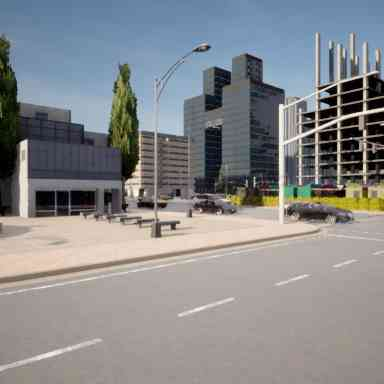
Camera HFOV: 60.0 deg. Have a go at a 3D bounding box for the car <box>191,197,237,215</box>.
[{"bbox_3d":[2.427,1.506,33.603,1.837,1.490,4.892,0,0,-38],"label":"car"}]

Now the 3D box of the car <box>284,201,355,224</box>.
[{"bbox_3d":[9.428,1.492,24.713,2.128,1.511,4.902,0,0,-38],"label":"car"}]

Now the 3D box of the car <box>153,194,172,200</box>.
[{"bbox_3d":[-5.596,1.478,49.475,1.882,1.535,5.008,0,0,-38],"label":"car"}]

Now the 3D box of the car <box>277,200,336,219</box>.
[{"bbox_3d":[10.111,1.526,29.689,1.812,1.442,4.674,0,0,-40],"label":"car"}]

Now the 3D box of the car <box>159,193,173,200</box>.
[{"bbox_3d":[-6.441,1.156,85.095,3.866,1.878,1.905,0,0,-40],"label":"car"}]

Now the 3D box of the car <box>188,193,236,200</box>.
[{"bbox_3d":[2.381,1.220,39.320,2.150,2.045,5.566,0,0,-38],"label":"car"}]

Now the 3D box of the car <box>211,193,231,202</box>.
[{"bbox_3d":[6.119,1.156,70.017,3.866,1.878,1.905,0,0,-40],"label":"car"}]

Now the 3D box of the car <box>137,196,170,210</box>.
[{"bbox_3d":[-5.299,1.601,43.423,1.895,1.301,4.718,0,0,-38],"label":"car"}]

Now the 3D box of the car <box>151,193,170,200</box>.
[{"bbox_3d":[-8.247,1.153,87.357,4.605,1.855,1.932,0,0,-40],"label":"car"}]

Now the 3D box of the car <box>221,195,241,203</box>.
[{"bbox_3d":[7.960,1.395,67.782,3.806,1.475,1.970,0,0,-40],"label":"car"}]

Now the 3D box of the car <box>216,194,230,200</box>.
[{"bbox_3d":[8.729,1.395,94.167,3.806,1.475,1.970,0,0,-40],"label":"car"}]
